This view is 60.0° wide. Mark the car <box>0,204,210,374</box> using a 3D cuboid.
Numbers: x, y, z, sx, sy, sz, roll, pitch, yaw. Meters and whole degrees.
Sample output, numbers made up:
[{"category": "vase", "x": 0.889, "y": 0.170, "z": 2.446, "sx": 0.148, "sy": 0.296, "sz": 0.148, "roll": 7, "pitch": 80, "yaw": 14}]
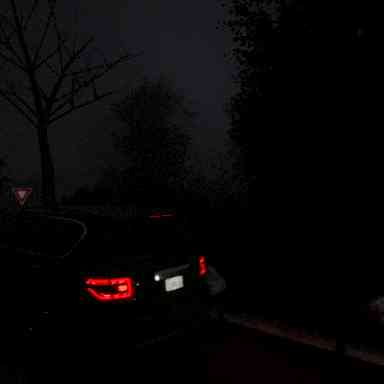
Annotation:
[{"category": "car", "x": -2.249, "y": 1.234, "z": 5.931, "sx": 5.566, "sy": 2.045, "sz": 2.150, "roll": 0, "pitch": 0, "yaw": 41}]
